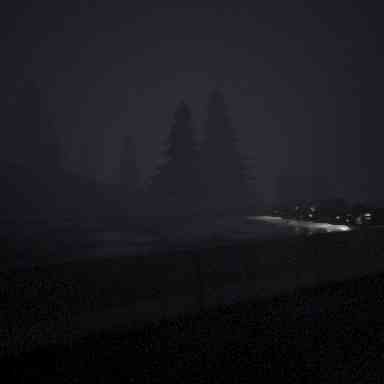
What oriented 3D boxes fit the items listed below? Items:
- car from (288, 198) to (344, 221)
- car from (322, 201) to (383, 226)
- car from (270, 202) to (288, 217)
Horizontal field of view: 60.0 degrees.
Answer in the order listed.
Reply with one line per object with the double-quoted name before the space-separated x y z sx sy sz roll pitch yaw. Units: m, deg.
"car" 10.186 1.254 25.976 4.553 1.767 2.097 0 0 -27
"car" 11.313 1.474 22.642 4.181 1.385 1.994 0 0 -27
"car" 8.979 1.457 29.289 4.181 1.385 1.994 0 0 -27
